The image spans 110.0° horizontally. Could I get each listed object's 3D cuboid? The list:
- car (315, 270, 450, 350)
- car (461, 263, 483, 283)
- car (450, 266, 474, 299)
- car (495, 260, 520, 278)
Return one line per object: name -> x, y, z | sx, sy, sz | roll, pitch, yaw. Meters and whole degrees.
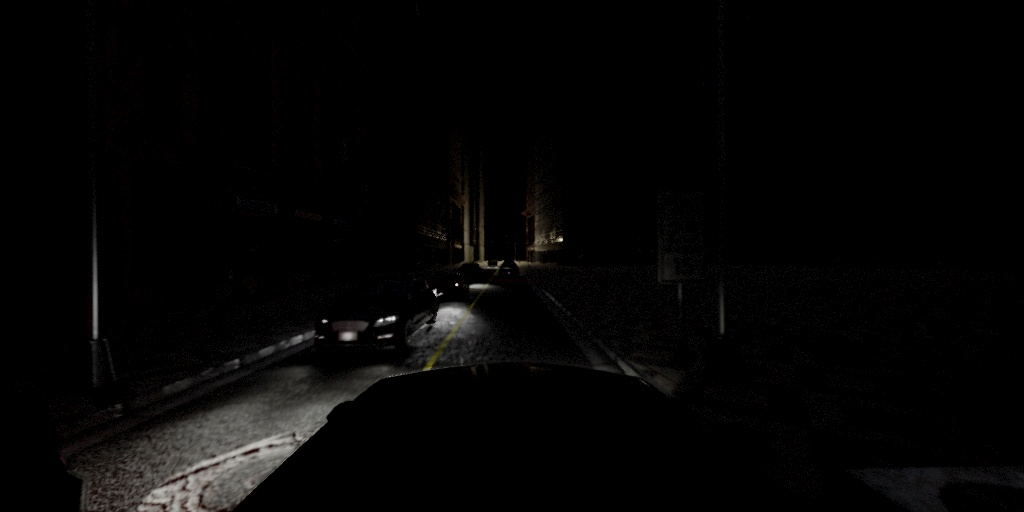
car -> -3.166, 1.276, 9.306 | 2.128, 1.511, 4.902 | 0, 0, -1
car -> -3.364, 1.333, 29.010 | 1.837, 1.490, 4.892 | 0, 0, 0
car -> -3.273, 1.407, 18.551 | 1.895, 1.301, 4.718 | 0, 0, -1
car -> -0.274, 1.312, 34.385 | 2.128, 1.511, 4.902 | 0, 0, 0
